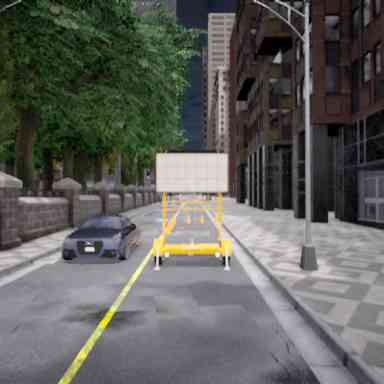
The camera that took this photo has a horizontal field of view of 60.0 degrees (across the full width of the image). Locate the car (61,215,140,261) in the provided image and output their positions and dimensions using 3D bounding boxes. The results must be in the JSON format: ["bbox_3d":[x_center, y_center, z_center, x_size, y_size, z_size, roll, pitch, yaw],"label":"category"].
[{"bbox_3d":[-3.095,1.535,12.034,1.994,1.385,4.181,0,0,0],"label":"car"}]

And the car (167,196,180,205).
[{"bbox_3d":[-3.055,1.425,55.168,2.128,1.511,4.902,0,0,0],"label":"car"}]

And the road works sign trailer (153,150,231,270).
[{"bbox_3d":[0.005,0.438,10.914,2.380,3.560,2.880,0,0,0],"label":"road works sign trailer"}]
